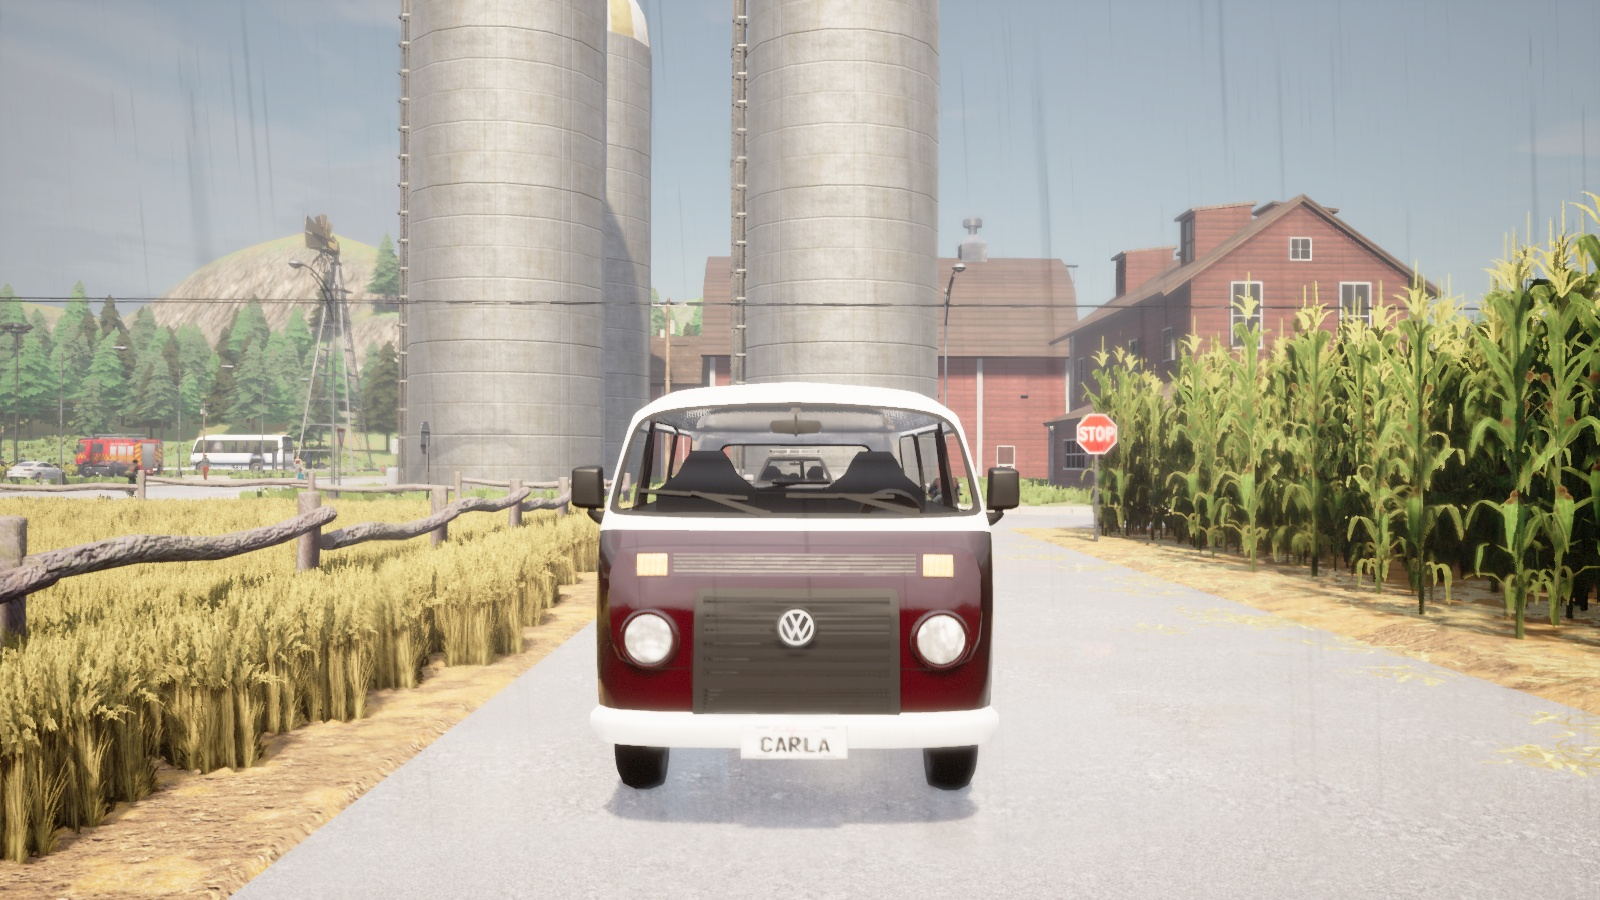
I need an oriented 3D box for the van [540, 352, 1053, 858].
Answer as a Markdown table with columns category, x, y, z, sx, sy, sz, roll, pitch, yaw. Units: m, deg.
| category | x | y | z | sx | sy | sz | roll | pitch | yaw |
| --- | --- | --- | --- | --- | --- | --- | --- | --- | --- |
| van | -0.023 | 0.647 | 7.329 | 2.069 | 2.038 | 4.480 | 0 | -1 | 0 |
